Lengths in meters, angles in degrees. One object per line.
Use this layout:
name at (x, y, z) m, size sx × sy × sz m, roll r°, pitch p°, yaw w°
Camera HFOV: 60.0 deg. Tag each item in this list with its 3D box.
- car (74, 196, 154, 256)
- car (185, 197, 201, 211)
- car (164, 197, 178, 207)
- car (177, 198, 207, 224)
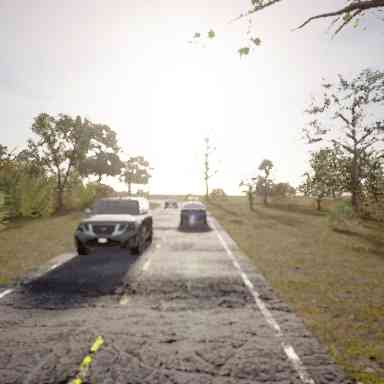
car at (-2.862, 1.205, 13.470) m, size 2.150 × 2.045 × 5.566 m, roll 0°, pitch 0°, yaw 0°
car at (0.099, 1.459, 41.151) m, size 1.837 × 1.490 × 4.892 m, roll 0°, pitch 1°, yaw 0°
car at (-2.971, 1.427, 48.266) m, size 2.128 × 1.511 × 4.902 m, roll 0°, pitch 0°, yaw -1°
car at (0.097, 1.450, 24.494) m, size 1.882 × 1.535 × 5.008 m, roll 0°, pitch 0°, yaw 0°
